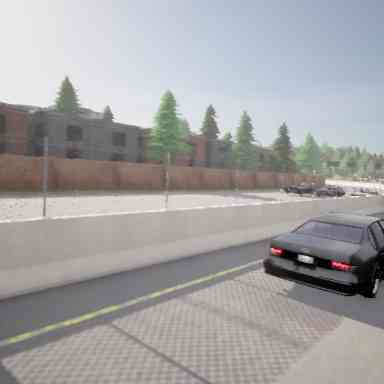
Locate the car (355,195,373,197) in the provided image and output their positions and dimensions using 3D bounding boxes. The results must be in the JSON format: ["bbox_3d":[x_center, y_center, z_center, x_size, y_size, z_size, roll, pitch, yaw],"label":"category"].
[{"bbox_3d":[17.815,0.362,34.108,1.895,1.301,4.718,7,5,42],"label":"car"}]

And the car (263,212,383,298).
[{"bbox_3d":[3.698,1.215,7.794,2.033,1.411,5.357,7,5,42],"label":"car"}]
